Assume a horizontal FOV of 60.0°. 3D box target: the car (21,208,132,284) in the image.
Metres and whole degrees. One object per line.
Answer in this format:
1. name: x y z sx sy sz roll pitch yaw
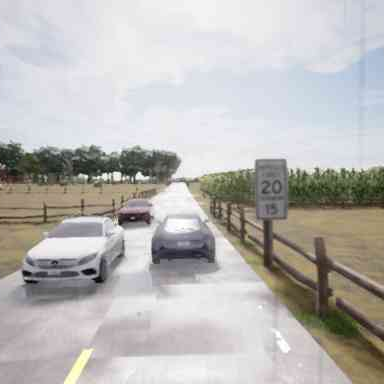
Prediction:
1. car: -3.093 1.454 9.597 1.812 1.442 4.674 -1 1 -2

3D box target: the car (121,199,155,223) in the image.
1. car: -3.483 1.180 21.670 1.882 1.535 5.008 -1 1 -2

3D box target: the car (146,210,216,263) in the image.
1. car: -0.306 1.423 11.532 1.994 1.385 4.181 -1 1 -2
